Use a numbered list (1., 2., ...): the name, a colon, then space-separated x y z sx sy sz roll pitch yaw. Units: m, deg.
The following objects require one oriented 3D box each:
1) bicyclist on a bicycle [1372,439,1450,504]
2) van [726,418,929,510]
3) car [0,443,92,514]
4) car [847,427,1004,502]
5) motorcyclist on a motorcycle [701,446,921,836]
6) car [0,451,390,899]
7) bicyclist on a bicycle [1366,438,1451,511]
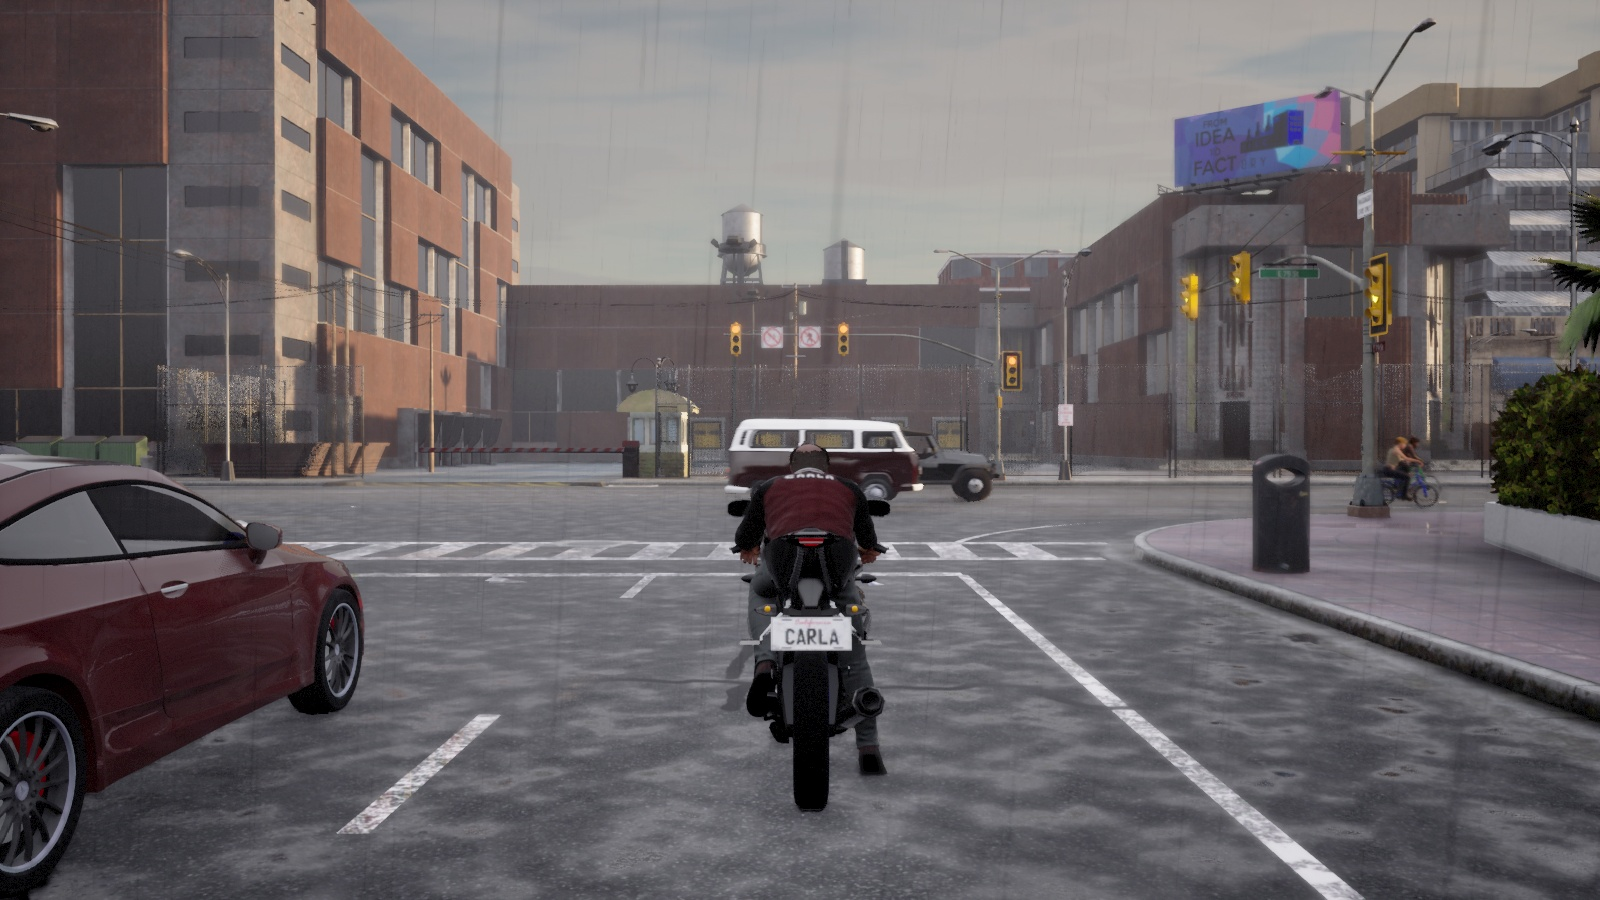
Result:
1. bicyclist on a bicycle: 15.461 0.532 31.796 1.656 1.620 0.582 0 1 7
2. van: 0.617 0.307 28.866 4.480 2.038 2.069 0 0 1
3. car: -17.819 0.589 27.798 3.633 1.501 1.845 0 0 20
4. car: 3.178 0.362 32.333 3.866 1.878 1.905 0 0 1
5. motorcyclist on a motorcycle: 0.045 0.747 6.037 0.866 1.530 2.191 0 0 0
6. car: -3.445 0.739 5.441 1.812 1.442 4.674 0 0 0
7. bicyclist on a bicycle: 13.788 0.532 28.482 1.509 1.612 0.866 0 1 6
